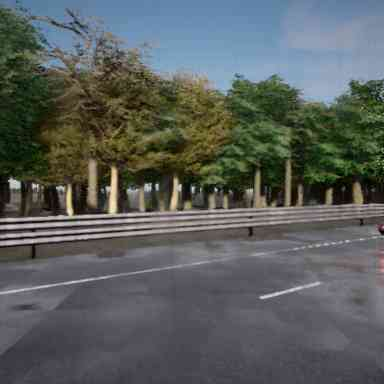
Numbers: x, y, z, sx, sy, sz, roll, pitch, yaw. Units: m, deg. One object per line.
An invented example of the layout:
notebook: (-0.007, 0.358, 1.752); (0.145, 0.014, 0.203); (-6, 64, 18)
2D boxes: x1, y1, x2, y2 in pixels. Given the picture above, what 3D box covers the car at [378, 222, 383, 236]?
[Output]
car: (10.821, 1.593, 15.477); (4.718, 1.301, 1.895); (0, 0, -33)
